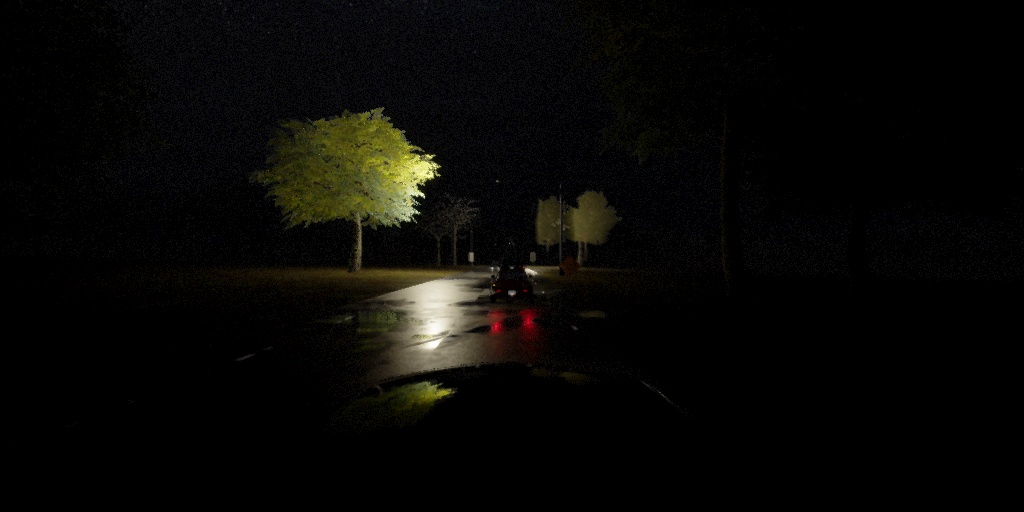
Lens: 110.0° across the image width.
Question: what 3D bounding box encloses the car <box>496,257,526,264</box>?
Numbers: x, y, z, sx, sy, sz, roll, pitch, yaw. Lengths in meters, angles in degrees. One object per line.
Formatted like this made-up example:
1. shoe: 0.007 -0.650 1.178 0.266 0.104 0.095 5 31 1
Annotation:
1. car: 0.000 1.077 31.545 2.150 2.045 5.566 0 0 0

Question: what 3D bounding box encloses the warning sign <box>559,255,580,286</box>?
1. warning sign: 3.550 0.891 22.273 1.300 1.860 1.060 0 0 0

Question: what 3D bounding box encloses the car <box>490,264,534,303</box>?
1. car: 0.000 1.294 16.507 1.812 1.442 4.674 0 0 0
